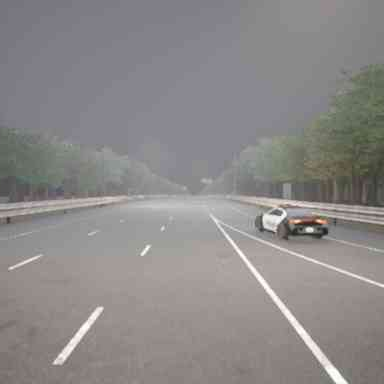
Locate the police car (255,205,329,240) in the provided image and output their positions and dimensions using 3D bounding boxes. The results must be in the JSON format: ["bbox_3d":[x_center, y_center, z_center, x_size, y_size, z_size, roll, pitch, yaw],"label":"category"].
[{"bbox_3d":[4.762,1.457,16.856,2.038,1.542,4.974,0,0,-9],"label":"police car"}]
